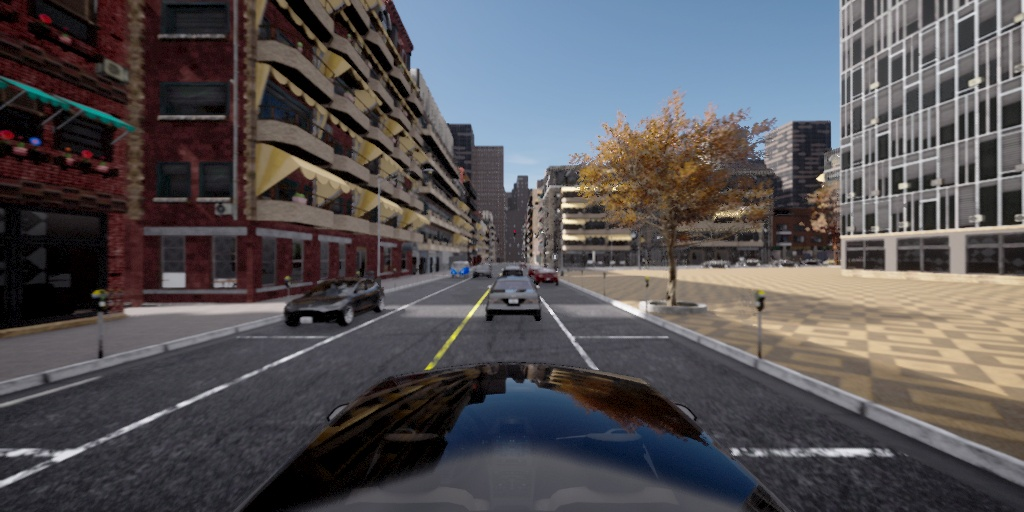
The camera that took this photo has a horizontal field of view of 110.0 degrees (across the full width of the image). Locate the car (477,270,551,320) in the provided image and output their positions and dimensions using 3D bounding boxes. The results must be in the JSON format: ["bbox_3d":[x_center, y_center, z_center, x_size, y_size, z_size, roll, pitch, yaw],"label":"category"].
[{"bbox_3d":[0.060,1.417,13.175,2.033,1.411,5.357,0,-1,0],"label":"car"}]

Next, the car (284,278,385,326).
[{"bbox_3d":[-5.697,1.423,12.111,1.948,1.339,4.313,0,0,0],"label":"car"}]

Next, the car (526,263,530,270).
[{"bbox_3d":[2.668,1.702,39.745,1.888,1.381,4.507,0,0,0],"label":"car"}]

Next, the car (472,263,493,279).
[{"bbox_3d":[-3.105,1.644,38.197,1.837,1.490,4.892,0,-1,0],"label":"car"}]

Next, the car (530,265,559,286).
[{"bbox_3d":[2.674,1.580,28.694,1.888,1.381,4.507,0,0,0],"label":"car"}]

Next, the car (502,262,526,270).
[{"bbox_3d":[0.070,1.565,33.512,1.882,1.535,5.008,0,-1,0],"label":"car"}]

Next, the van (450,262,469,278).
[{"bbox_3d":[-5.712,1.497,39.741,1.690,1.789,3.998,0,0,0],"label":"van"}]

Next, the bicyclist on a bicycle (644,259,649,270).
[{"bbox_3d":[20.216,1.336,54.089,0.582,1.620,1.656,-1,0,-1],"label":"bicyclist on a bicycle"}]
